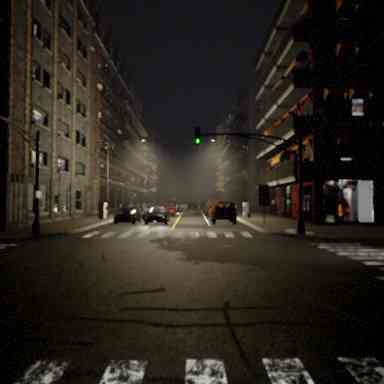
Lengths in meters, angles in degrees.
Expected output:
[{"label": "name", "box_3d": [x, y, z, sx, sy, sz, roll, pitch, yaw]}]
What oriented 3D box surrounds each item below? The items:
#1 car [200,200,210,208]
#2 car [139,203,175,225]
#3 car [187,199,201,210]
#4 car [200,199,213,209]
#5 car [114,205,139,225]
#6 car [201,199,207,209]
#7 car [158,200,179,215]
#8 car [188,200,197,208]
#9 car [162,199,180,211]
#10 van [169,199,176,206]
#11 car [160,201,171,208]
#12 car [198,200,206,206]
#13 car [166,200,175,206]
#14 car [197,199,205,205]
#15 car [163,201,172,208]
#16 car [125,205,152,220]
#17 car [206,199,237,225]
[{"label": "car", "box_3d": [2.592, 2.412, 66.848, 1.967, 1.590, 4.097, 1, -1, 0]}, {"label": "car", "box_3d": [-2.844, 1.919, 28.098, 2.033, 1.411, 5.357, 0, -1, 0]}, {"label": "car", "box_3d": [0.116, 2.288, 57.669, 1.882, 1.535, 5.008, 0, -1, 0]}, {"label": "car", "box_3d": [2.593, 2.187, 61.287, 2.192, 1.841, 5.009, 1, -1, 0]}, {"label": "car", "box_3d": [-5.294, 1.934, 27.885, 1.947, 1.339, 4.313, 1, -1, 0]}, {"label": "car", "box_3d": [2.591, 1.836, 39.055, 2.192, 1.841, 5.009, 1, -1, 0]}, {"label": "car", "box_3d": [-2.839, 1.983, 37.968, 1.882, 1.535, 5.008, 0, -1, 0]}, {"label": "car", "box_3d": [0.085, 2.472, 68.107, 1.882, 1.535, 5.008, 0, -1, 0]}, {"label": "car", "box_3d": [-2.827, 2.010, 48.268, 2.097, 1.767, 4.553, 0, -1, 0]}, {"label": "van", "box_3d": [-5.282, 2.727, 89.068, 1.690, 1.788, 3.998, 1, -1, 0]}, {"label": "car", "box_3d": [-5.289, 2.521, 66.813, 2.008, 1.369, 4.403, 1, -1, 0]}, {"label": "car", "box_3d": [2.595, 2.953, 89.094, 1.947, 1.339, 4.313, 1, -1, 0]}, {"label": "car", "box_3d": [-5.286, 2.832, 83.501, 2.008, 1.369, 4.403, 1, -1, 0]}, {"label": "car", "box_3d": [2.599, 2.808, 94.663, 2.192, 1.841, 5.009, 1, -1, 0]}, {"label": "car", "box_3d": [-5.288, 2.594, 72.205, 1.752, 1.417, 4.829, 1, -1, 0]}, {"label": "car", "box_3d": [-5.293, 2.009, 33.445, 1.947, 1.339, 4.313, 1, -1, 0]}, {"label": "car", "box_3d": [2.590, 1.685, 27.932, 2.192, 1.841, 5.009, 1, -1, 0]}]
